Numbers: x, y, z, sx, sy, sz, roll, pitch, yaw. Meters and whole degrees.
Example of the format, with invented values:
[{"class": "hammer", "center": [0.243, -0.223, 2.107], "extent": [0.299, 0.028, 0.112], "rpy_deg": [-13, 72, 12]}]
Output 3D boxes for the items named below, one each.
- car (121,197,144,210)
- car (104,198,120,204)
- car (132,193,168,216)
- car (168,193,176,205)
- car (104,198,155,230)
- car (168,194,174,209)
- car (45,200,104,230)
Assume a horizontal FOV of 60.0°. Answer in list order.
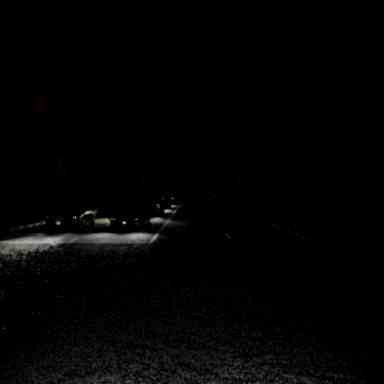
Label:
[{"class": "car", "center": [-7.050, 1.321, 39.659], "extent": [1.895, 1.301, 4.718], "rpy_deg": [0, 0, 0]}, {"class": "car", "center": [-7.082, 1.270, 29.439], "extent": [1.882, 1.535, 5.008], "rpy_deg": [0, 0, 0]}, {"class": "car", "center": [-3.582, 1.146, 29.187], "extent": [2.097, 1.767, 4.553], "rpy_deg": [0, 0, 0]}, {"class": "car", "center": [-3.520, 1.000, 49.906], "extent": [2.097, 1.767, 4.553], "rpy_deg": [0, 0, 1]}, {"class": "car", "center": [-3.591, 1.363, 20.031], "extent": [1.837, 1.490, 4.892], "rpy_deg": [0, 0, 0]}, {"class": "car", "center": [-3.556, 1.288, 39.084], "extent": [1.994, 1.385, 4.181], "rpy_deg": [0, 0, 0]}, {"class": "car", "center": [-7.099, 1.351, 19.954], "extent": [2.128, 1.511, 4.902], "rpy_deg": [0, 0, -2]}]
